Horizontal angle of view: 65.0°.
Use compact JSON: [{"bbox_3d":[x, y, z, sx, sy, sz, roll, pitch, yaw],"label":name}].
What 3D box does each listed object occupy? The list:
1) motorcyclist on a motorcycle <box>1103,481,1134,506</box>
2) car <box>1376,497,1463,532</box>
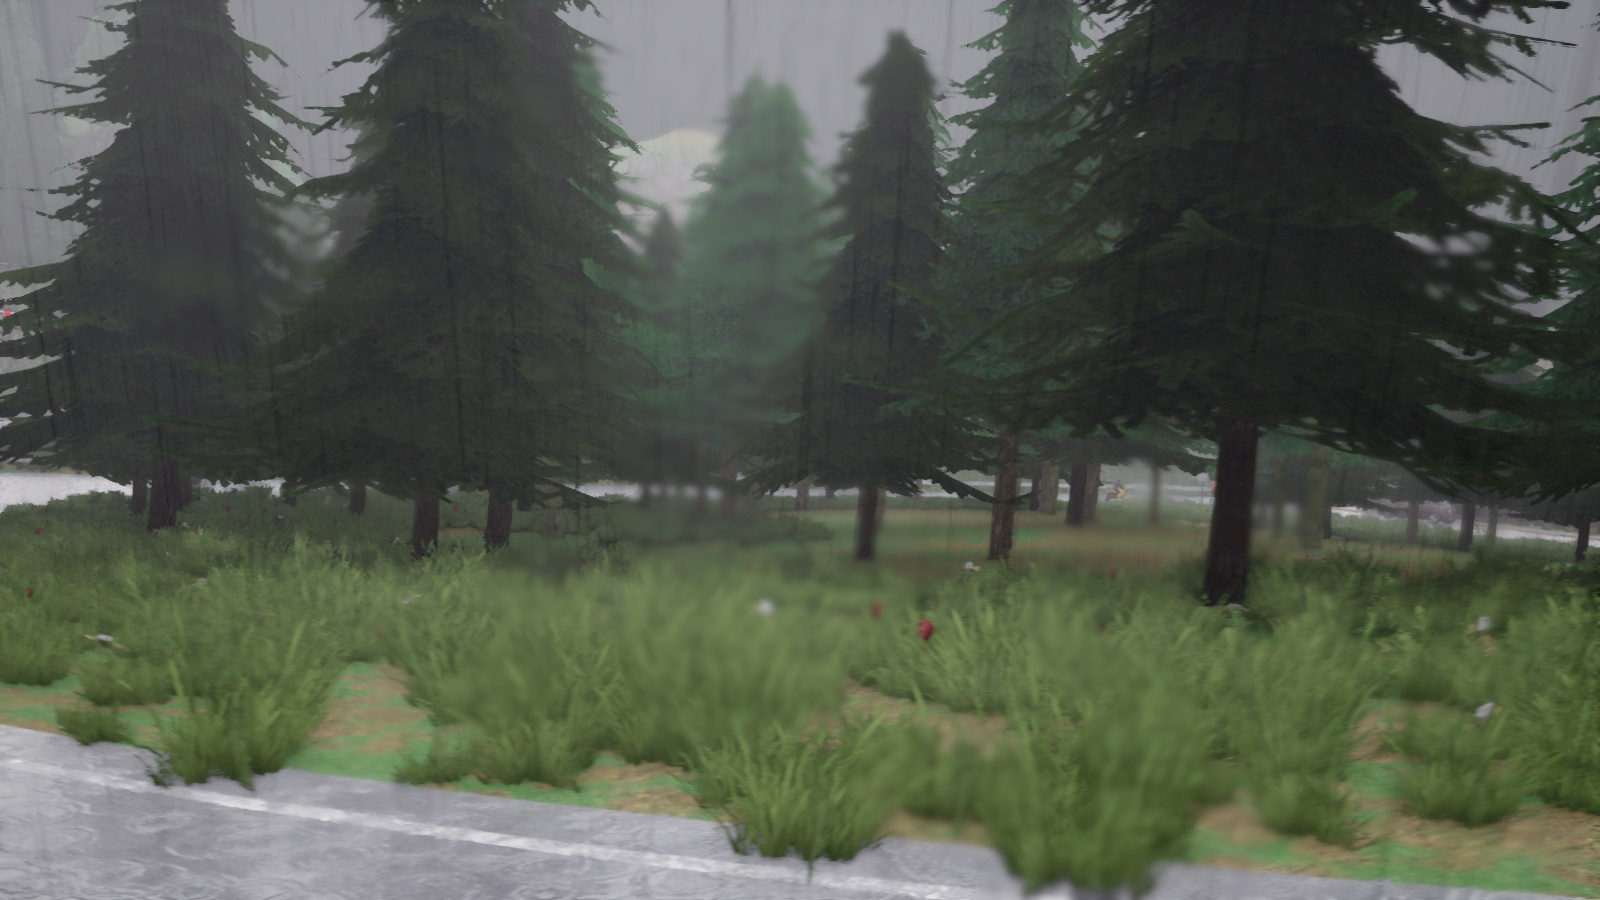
[{"bbox_3d":[21.090,2.903,83.156,2.044,1.523,0.797,3,3,-37],"label":"motorcyclist on a motorcycle"},{"bbox_3d":[40.833,4.213,82.798,2.097,1.767,4.553,3,3,-37],"label":"car"}]
